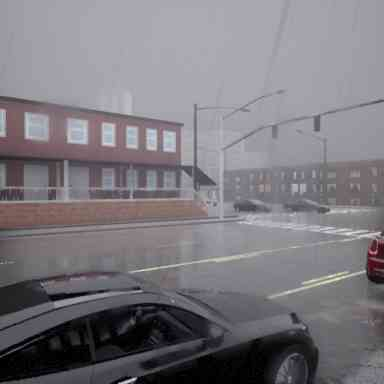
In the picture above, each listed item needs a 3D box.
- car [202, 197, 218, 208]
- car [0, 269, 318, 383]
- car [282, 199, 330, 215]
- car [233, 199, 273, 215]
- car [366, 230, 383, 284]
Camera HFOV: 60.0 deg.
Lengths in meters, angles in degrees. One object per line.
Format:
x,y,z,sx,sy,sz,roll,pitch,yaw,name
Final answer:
1.634,1.477,47.856,1.882,1.535,5.008,0,0,-36,car
-0.768,1.526,3.206,4.674,1.442,1.812,0,0,-35,car
11.677,1.504,34.236,1.837,1.490,4.892,0,0,-39,car
6.375,1.504,34.962,1.837,1.490,4.892,0,0,-33,car
6.428,1.352,8.392,4.553,1.767,2.097,0,0,-35,car
